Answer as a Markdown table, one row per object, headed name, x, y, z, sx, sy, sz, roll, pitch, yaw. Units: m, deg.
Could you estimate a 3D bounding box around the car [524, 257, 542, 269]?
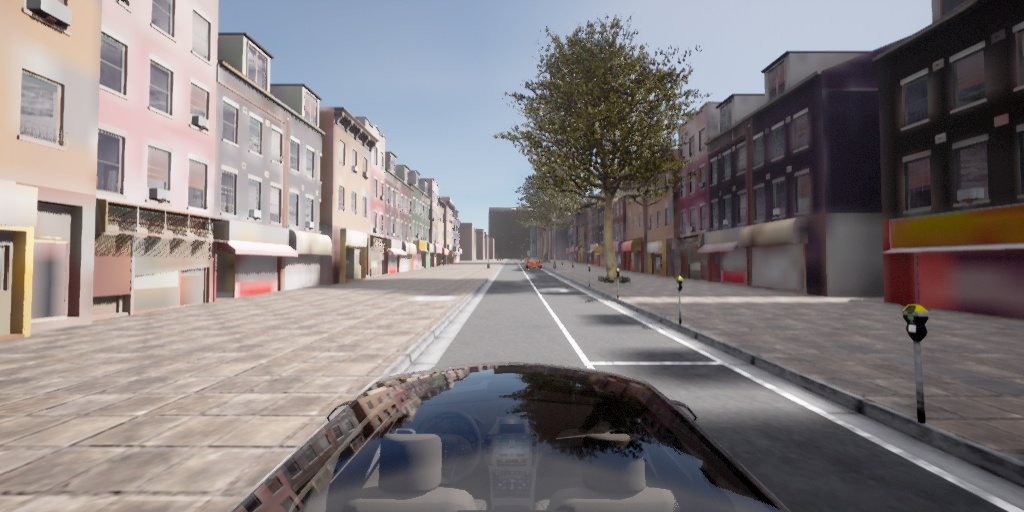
| name | x | y | z | sx | sy | sz | roll | pitch | yaw |
| --- | --- | --- | --- | --- | --- | --- | --- | --- | --- |
| car | 3.024 | 1.039 | 50.430 | 1.812 | 1.442 | 4.674 | 0 | 0 | 0 |
